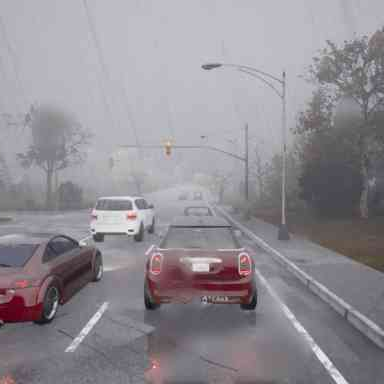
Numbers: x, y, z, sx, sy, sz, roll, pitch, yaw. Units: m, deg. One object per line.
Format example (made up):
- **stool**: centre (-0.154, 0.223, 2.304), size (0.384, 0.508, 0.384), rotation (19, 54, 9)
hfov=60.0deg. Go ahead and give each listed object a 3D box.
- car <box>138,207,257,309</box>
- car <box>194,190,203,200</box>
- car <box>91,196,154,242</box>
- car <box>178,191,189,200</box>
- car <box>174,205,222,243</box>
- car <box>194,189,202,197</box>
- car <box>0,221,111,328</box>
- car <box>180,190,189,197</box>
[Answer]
- **car**: centre (0.175, 1.352, 8.011), size (2.097, 1.767, 4.553), rotation (0, 0, 1)
- **car**: centre (1.395, 1.017, 75.488), size (1.812, 1.442, 4.674), rotation (0, 3, 1)
- **car**: centre (-3.242, 1.221, 16.549), size (2.150, 2.045, 5.566), rotation (0, 0, 3)
- **car**: centre (-2.104, 1.045, 75.562), size (1.994, 1.385, 4.181), rotation (0, 3, 1)
- **car**: centre (0.295, 1.491, 16.987), size (2.128, 1.511, 4.902), rotation (0, 0, 1)
- **car**: centre (1.604, 0.173, 85.449), size (2.097, 1.767, 4.553), rotation (0, 3, 1)
- **car**: centre (-3.335, 1.564, 7.131), size (1.994, 1.385, 4.181), rotation (0, 0, 1)
- **car**: centre (-1.895, 0.356, 85.561), size (2.033, 1.411, 5.357), rotation (0, 3, 1)
